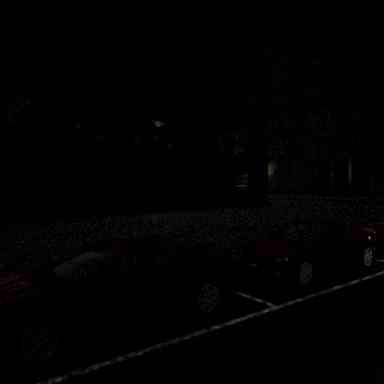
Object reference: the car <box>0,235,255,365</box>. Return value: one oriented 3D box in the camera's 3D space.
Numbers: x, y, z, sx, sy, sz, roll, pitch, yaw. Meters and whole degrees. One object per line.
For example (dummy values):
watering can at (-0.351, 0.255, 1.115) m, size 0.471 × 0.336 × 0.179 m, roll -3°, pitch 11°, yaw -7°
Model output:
car at (-1.236, 1.505, 5.780) m, size 4.507 × 1.381 × 1.887 m, roll -1°, pitch 1°, yaw -35°

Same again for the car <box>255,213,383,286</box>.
car at (3.262, 1.408, 8.987) m, size 4.507 × 1.381 × 1.887 m, roll -1°, pitch 1°, yaw -35°
